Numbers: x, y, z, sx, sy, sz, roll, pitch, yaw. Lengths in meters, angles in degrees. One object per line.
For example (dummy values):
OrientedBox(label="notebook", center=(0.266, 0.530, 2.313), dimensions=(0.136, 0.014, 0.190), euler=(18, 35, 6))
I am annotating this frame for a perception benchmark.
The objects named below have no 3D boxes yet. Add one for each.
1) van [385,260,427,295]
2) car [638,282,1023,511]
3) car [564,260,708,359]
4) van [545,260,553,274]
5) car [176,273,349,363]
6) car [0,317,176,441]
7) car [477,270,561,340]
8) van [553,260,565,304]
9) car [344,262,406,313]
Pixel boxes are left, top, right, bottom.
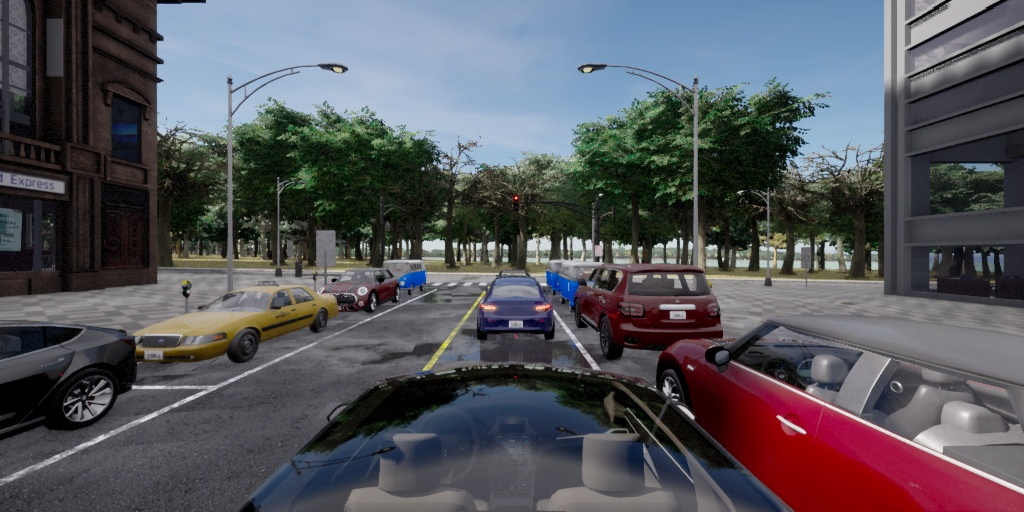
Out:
OrientedBox(label="van", center=(-5.769, 1.092, 19.225), dimensions=(1.690, 1.789, 3.998), euler=(0, 0, 0))
OrientedBox(label="car", center=(2.762, 1.190, 2.915), dimensions=(1.967, 1.591, 4.097), euler=(0, 0, 0))
OrientedBox(label="car", center=(2.760, 1.065, 8.353), dimensions=(2.192, 1.841, 5.009), euler=(0, 0, 0))
OrientedBox(label="van", center=(2.756, 1.092, 19.228), dimensions=(1.690, 1.789, 3.998), euler=(0, 0, 0))
OrientedBox(label="car", center=(-5.765, 1.275, 8.180), dimensions=(1.751, 1.417, 4.829), euler=(0, 0, 0))
OrientedBox(label="car", center=(-5.763, 1.316, 2.912), dimensions=(1.948, 1.339, 4.313), euler=(0, 0, 0))
OrientedBox(label="car", center=(0.095, 1.276, 9.890), dimensions=(1.812, 1.442, 4.674), euler=(0, 0, 0))
OrientedBox(label="van", center=(2.758, 1.091, 13.790), dimensions=(1.690, 1.789, 3.998), euler=(0, 0, 0))
OrientedBox(label="car", center=(-5.767, 1.190, 13.787), dimensions=(1.967, 1.591, 4.097), euler=(0, 0, 0))
